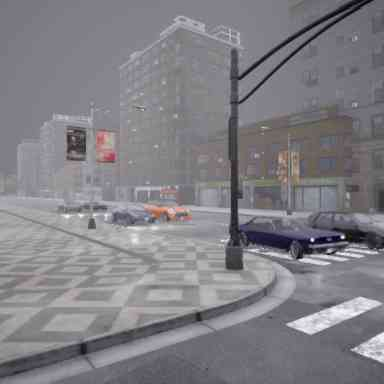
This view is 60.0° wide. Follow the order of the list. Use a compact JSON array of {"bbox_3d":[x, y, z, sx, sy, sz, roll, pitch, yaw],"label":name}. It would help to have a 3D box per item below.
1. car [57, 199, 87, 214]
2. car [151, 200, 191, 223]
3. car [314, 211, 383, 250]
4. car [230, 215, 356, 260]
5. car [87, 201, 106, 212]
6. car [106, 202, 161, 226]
[{"bbox_3d":[-13.934,1.635,37.741,1.837,1.490,4.892,0,1,-36],"label":"car"},{"bbox_3d":[-2.053,1.435,26.914,2.097,1.767,4.553,0,0,-36],"label":"car"},{"bbox_3d":[6.791,1.571,14.767,2.033,1.411,5.357,0,0,-36],"label":"car"},{"bbox_3d":[3.502,1.626,12.861,1.895,1.301,4.718,0,0,-28],"label":"car"},{"bbox_3d":[-11.944,1.737,40.535,1.895,1.301,4.718,0,0,-36],"label":"car"},{"bbox_3d":[-4.475,1.608,24.717,1.812,1.442,4.674,0,0,-36],"label":"car"}]
